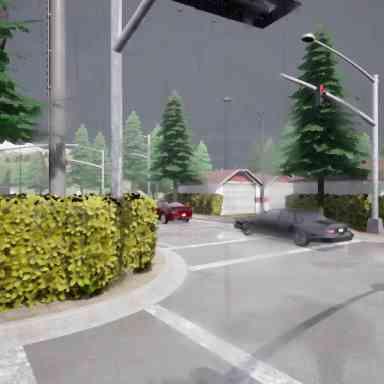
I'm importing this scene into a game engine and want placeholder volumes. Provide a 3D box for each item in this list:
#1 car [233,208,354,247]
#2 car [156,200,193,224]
[{"bbox_3d":[4.253,1.421,14.783,2.033,1.411,5.357,0,2,-35],"label":"car"},{"bbox_3d":[-1.943,1.304,23.378,1.882,1.535,5.008,-1,1,-35],"label":"car"}]
